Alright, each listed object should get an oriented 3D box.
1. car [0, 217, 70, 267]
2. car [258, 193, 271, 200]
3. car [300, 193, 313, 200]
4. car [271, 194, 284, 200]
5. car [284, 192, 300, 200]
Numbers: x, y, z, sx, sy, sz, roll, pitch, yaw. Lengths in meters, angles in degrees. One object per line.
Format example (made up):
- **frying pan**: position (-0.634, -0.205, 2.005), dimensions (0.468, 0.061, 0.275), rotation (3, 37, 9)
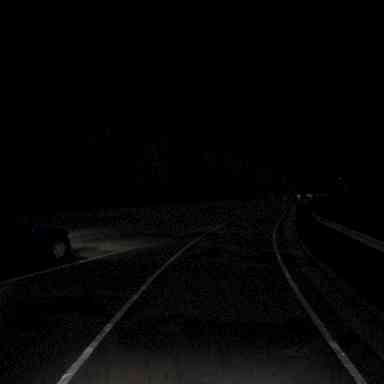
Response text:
- **car**: position (-5.779, 1.438, 9.569), dimensions (1.882, 1.535, 5.008), rotation (0, 0, 25)
- **car**: position (20.701, 1.381, 93.127), dimensions (2.033, 1.411, 5.357), rotation (0, 0, 25)
- **car**: position (30.439, 1.475, 89.174), dimensions (1.895, 1.301, 4.718), rotation (0, 0, 25)
- **car**: position (23.885, 1.332, 91.674), dimensions (1.882, 1.535, 5.008), rotation (0, 0, 25)
- **car**: position (27.083, 1.092, 90.247), dimensions (2.150, 2.045, 5.566), rotation (0, 0, 25)
